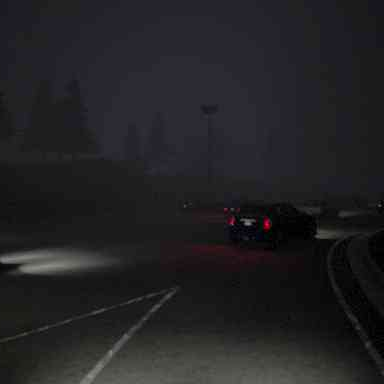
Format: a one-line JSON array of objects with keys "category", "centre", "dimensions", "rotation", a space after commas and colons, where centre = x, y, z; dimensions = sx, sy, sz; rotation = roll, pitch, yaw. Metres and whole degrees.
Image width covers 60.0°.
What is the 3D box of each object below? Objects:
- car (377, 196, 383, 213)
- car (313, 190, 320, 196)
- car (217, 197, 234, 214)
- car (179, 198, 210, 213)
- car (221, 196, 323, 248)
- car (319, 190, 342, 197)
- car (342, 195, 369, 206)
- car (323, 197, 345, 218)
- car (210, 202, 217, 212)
[{"category": "car", "centre": [18.565, 1.237, 30.591], "dimensions": [2.033, 1.411, 5.357], "rotation": [1, 1, 43]}, {"category": "car", "centre": [21.901, 0.660, 54.915], "dimensions": [2.150, 2.045, 5.566], "rotation": [1, 0, 43]}, {"category": "car", "centre": [4.576, 1.290, 25.710], "dimensions": [2.033, 1.411, 5.357], "rotation": [1, 1, 43]}, {"category": "car", "centre": [0.682, 1.247, 31.819], "dimensions": [1.994, 1.385, 4.181], "rotation": [1, 1, 43]}, {"category": "car", "centre": [3.577, 1.209, 14.275], "dimensions": [2.097, 1.767, 4.553], "rotation": [1, 1, 43]}, {"category": "car", "centre": [20.898, 0.862, 48.649], "dimensions": [2.097, 1.767, 4.553], "rotation": [1, 1, 43]}, {"category": "car", "centre": [22.392, 1.108, 45.102], "dimensions": [1.994, 1.385, 4.181], "rotation": [1, 1, 43]}, {"category": "car", "centre": [10.262, 1.331, 26.725], "dimensions": [1.895, 1.301, 4.718], "rotation": [1, 1, 43]}, {"category": "car", "centre": [4.160, 1.173, 30.429], "dimensions": [1.882, 1.535, 5.008], "rotation": [1, 1, 43]}]
